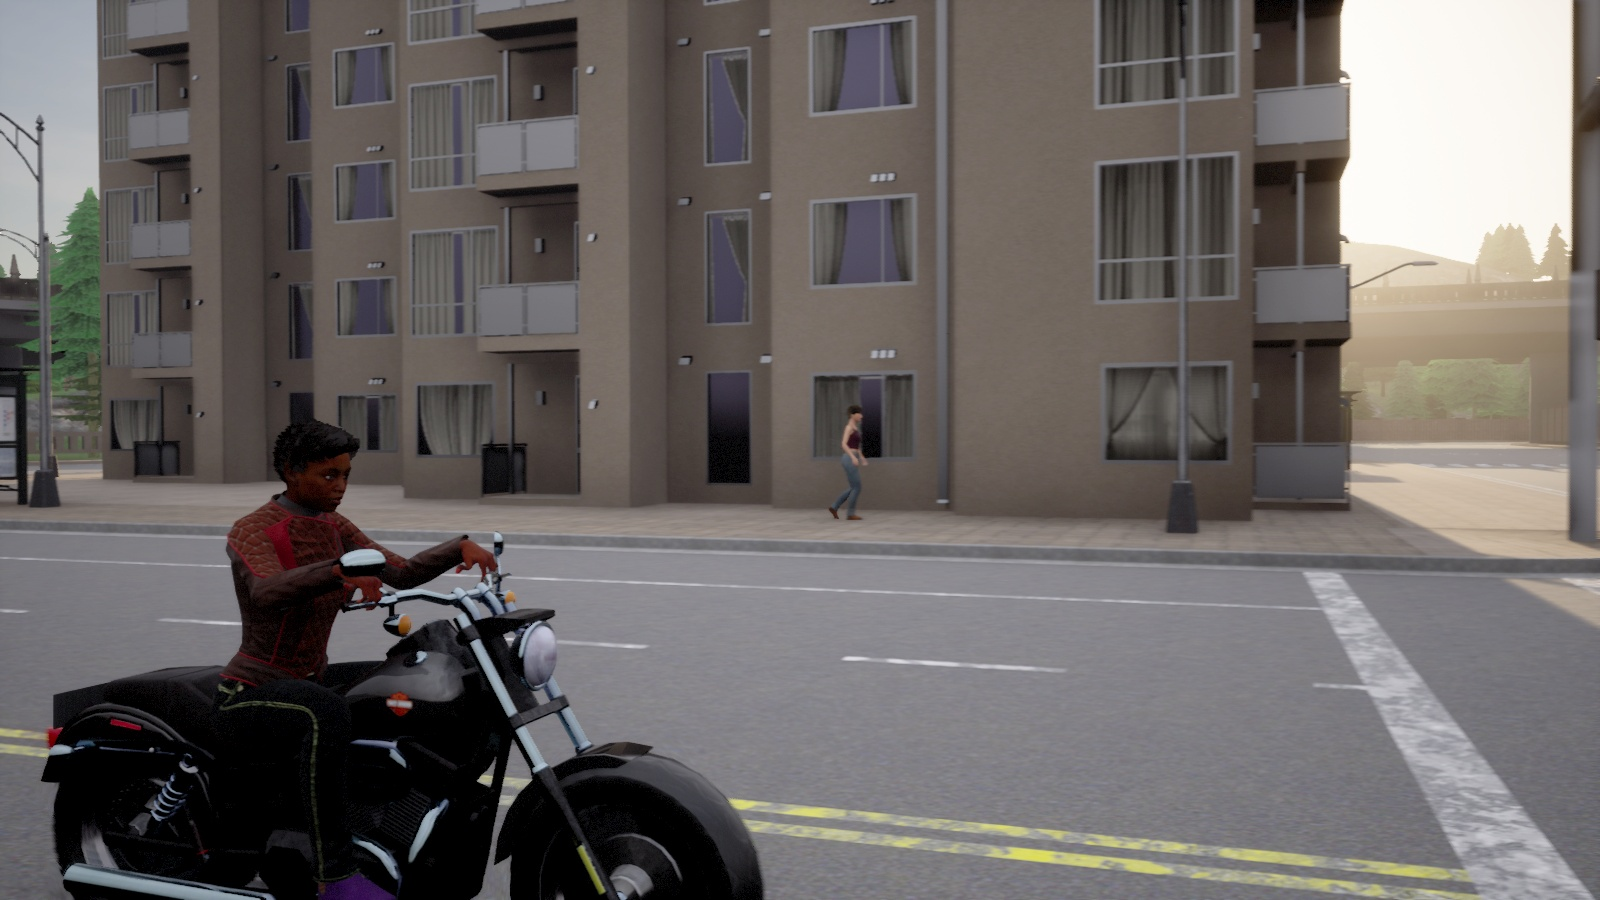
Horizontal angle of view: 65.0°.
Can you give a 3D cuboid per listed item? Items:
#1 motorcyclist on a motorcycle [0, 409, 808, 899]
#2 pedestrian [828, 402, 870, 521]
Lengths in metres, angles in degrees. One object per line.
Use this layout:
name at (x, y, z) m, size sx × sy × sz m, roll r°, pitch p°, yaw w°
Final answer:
motorcyclist on a motorcycle at (-1.218, 0.715, 3.603) m, size 2.350 × 1.649 × 0.766 m, roll 1°, pitch 1°, yaw 19°
pedestrian at (0.766, 0.173, 19.638) m, size 0.594 × 1.836 × 0.345 m, roll 0°, pitch 1°, yaw 15°
